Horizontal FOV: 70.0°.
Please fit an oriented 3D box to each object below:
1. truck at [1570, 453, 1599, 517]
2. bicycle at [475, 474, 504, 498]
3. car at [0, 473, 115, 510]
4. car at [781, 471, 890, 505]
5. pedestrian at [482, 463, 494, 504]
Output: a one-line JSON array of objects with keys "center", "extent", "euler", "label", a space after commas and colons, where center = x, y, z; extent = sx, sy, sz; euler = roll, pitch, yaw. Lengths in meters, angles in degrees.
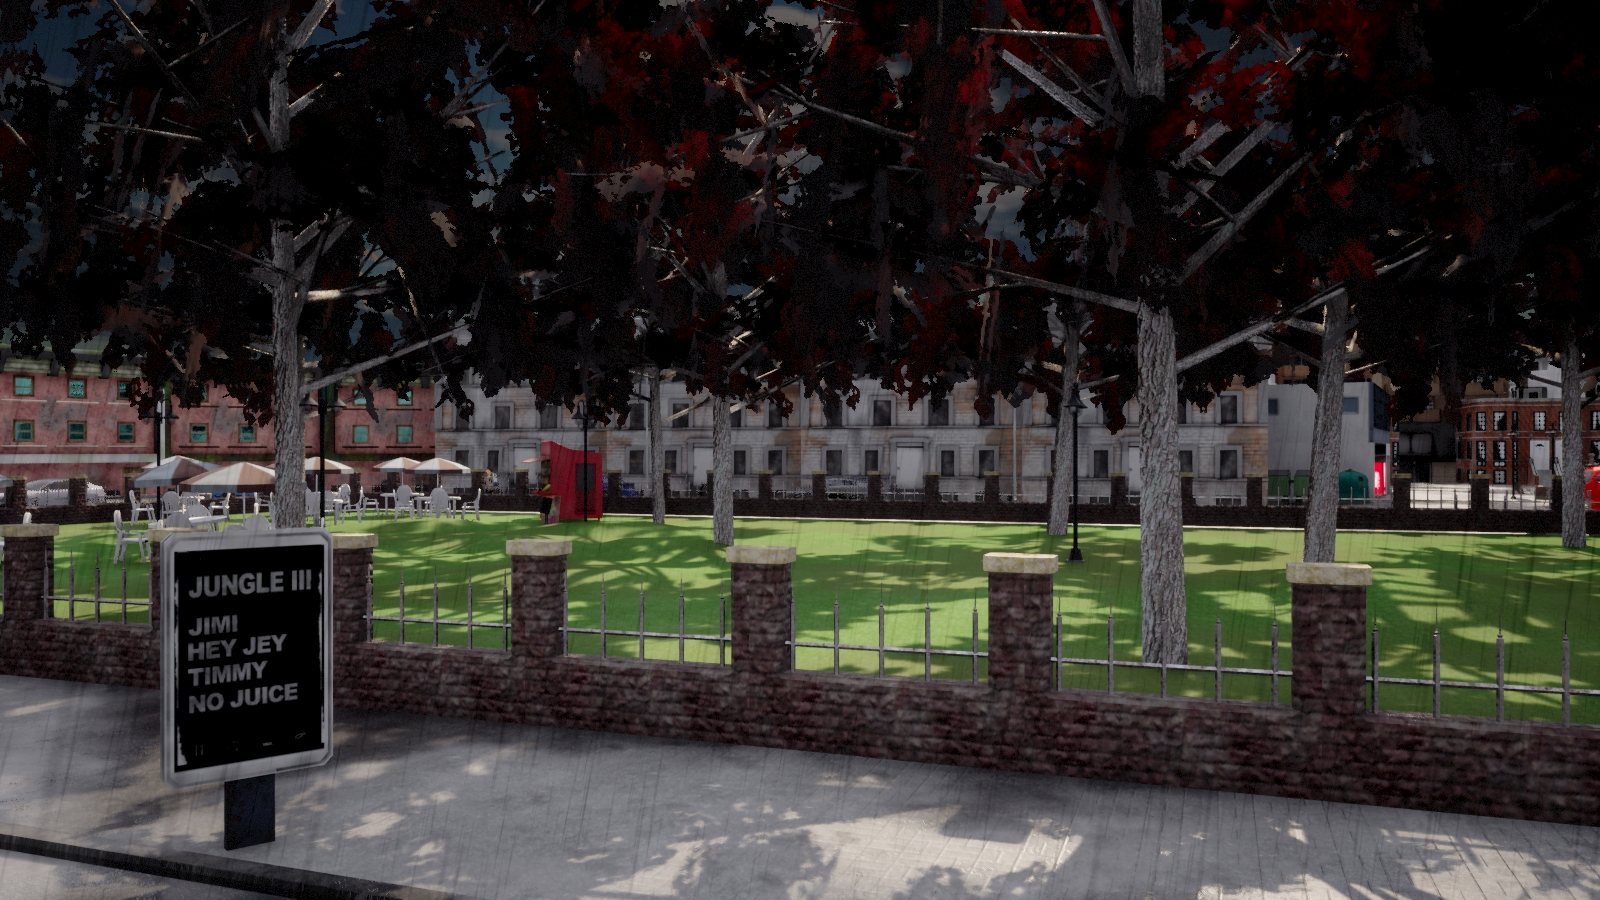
[{"center": [33.233, 1.342, 44.196], "extent": [5.204, 2.467, 2.627], "euler": [0, 0, 20], "label": "truck"}, {"center": [-16.951, 1.951, 62.374], "extent": [1.643, 1.296, 0.373], "euler": [0, 0, 20], "label": "bicycle"}, {"center": [-34.281, 1.861, 52.091], "extent": [2.231, 1.480, 4.892], "euler": [0, 0, 21], "label": "car"}, {"center": [1.738, 1.835, 55.613], "extent": [4.902, 1.511, 2.128], "euler": [0, 0, 20], "label": "car"}, {"center": [-14.216, 1.537, 52.120], "extent": [0.375, 1.860, 0.375], "euler": [0, 0, 18], "label": "pedestrian"}]
